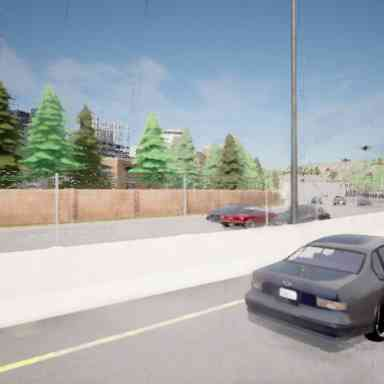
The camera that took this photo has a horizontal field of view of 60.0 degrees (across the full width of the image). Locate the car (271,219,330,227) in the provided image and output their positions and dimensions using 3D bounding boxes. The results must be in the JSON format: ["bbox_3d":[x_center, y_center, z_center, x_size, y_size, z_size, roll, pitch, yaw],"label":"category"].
[{"bbox_3d":[6.424,1.540,19.252,1.837,1.490,4.892,0,0,44],"label":"car"}]

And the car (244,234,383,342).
[{"bbox_3d":[3.356,1.557,6.549,5.357,1.411,2.033,0,0,-40],"label":"car"}]
